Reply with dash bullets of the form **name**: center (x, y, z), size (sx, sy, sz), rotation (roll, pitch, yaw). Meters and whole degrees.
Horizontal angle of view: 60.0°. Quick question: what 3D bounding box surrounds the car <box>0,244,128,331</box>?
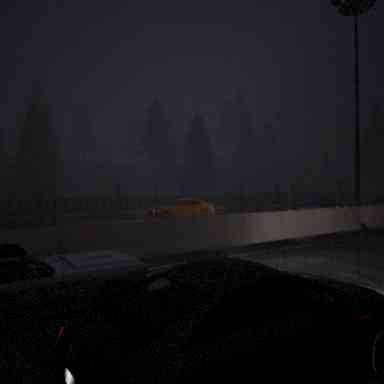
- **car**: center (-3.094, 1.582, 5.726), size (4.718, 1.301, 1.895), rotation (-1, 1, -35)

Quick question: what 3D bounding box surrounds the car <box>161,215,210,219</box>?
- **car**: center (-0.753, 1.197, 23.636), size (5.008, 1.535, 1.882), rotation (-1, 1, -28)

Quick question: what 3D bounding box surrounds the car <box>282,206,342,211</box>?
- **car**: center (8.859, 1.078, 24.375), size (4.674, 1.442, 1.812), rotation (-1, 1, -23)

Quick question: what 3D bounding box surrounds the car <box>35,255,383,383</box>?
- **car**: center (0.630, 1.506, 3.936), size (4.181, 1.385, 1.994), rotation (-1, 1, -33)
